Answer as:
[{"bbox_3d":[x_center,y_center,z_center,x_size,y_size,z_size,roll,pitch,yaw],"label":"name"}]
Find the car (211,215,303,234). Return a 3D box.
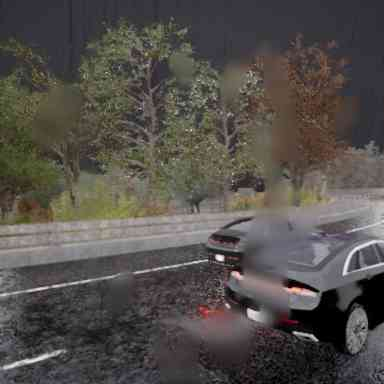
[{"bbox_3d":[2.583,1.507,10.485,4.892,1.490,1.837,0,0,-41],"label":"car"}]

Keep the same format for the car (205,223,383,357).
[{"bbox_3d":[2.774,1.488,6.096,4.902,1.511,2.128,0,0,-39],"label":"car"}]
